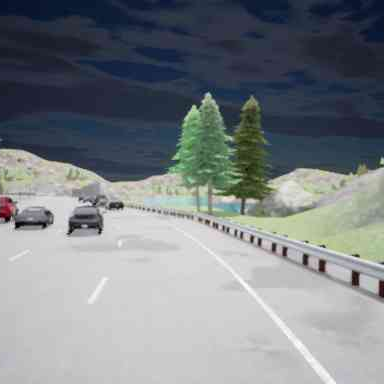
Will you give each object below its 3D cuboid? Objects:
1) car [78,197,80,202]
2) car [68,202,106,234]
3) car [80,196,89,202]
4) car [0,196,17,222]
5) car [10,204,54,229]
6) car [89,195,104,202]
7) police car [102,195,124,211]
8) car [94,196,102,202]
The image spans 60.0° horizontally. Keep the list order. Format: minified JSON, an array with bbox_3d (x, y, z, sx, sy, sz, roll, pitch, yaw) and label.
[{"bbox_3d":[-28.906,1.708,87.811,1.882,1.535,5.008,0,0,-22],"label":"car"},{"bbox_3d":[-6.351,1.591,20.162,1.837,1.490,4.892,0,0,-14],"label":"car"},{"bbox_3d":[-22.991,1.702,73.384,1.812,1.442,4.674,0,0,-22],"label":"car"},{"bbox_3d":[-15.863,1.364,27.375,2.150,2.045,5.566,0,0,-20],"label":"car"},{"bbox_3d":[-10.738,1.674,22.880,1.994,1.385,4.181,0,0,-16],"label":"car"},{"bbox_3d":[-16.581,1.470,59.775,2.150,2.045,5.566,0,0,-22],"label":"car"},{"bbox_3d":[-10.546,1.604,45.042,1.930,1.638,5.238,0,0,-22],"label":"police car"},{"bbox_3d":[-14.294,1.747,54.194,1.812,1.442,4.674,0,0,-22],"label":"car"}]
